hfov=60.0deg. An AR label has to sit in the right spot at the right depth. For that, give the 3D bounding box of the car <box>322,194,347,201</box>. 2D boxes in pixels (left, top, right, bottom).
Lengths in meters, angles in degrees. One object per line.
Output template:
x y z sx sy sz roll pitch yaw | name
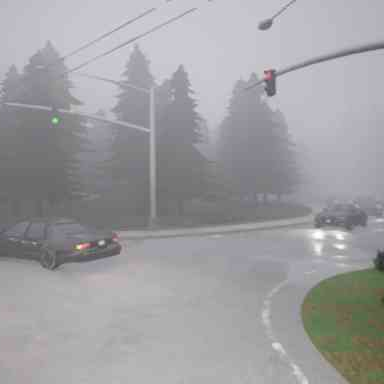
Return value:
17.796 1.091 40.521 2.097 1.767 4.553 -1 0 8 | car

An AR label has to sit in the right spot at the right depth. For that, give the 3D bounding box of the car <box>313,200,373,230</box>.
8.944 1.421 19.934 1.994 1.385 4.181 -1 0 44 | car

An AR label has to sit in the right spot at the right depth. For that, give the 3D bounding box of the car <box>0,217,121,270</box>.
-4.883 1.561 10.980 5.357 1.411 2.033 0 0 28 | car

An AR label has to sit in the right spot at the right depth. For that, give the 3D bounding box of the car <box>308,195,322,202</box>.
20.959 1.193 54.246 1.837 1.490 4.892 -1 -1 -14 | car

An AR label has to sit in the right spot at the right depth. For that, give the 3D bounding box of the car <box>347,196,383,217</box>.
14.742 1.139 28.406 2.097 1.767 4.553 -1 0 22 | car
